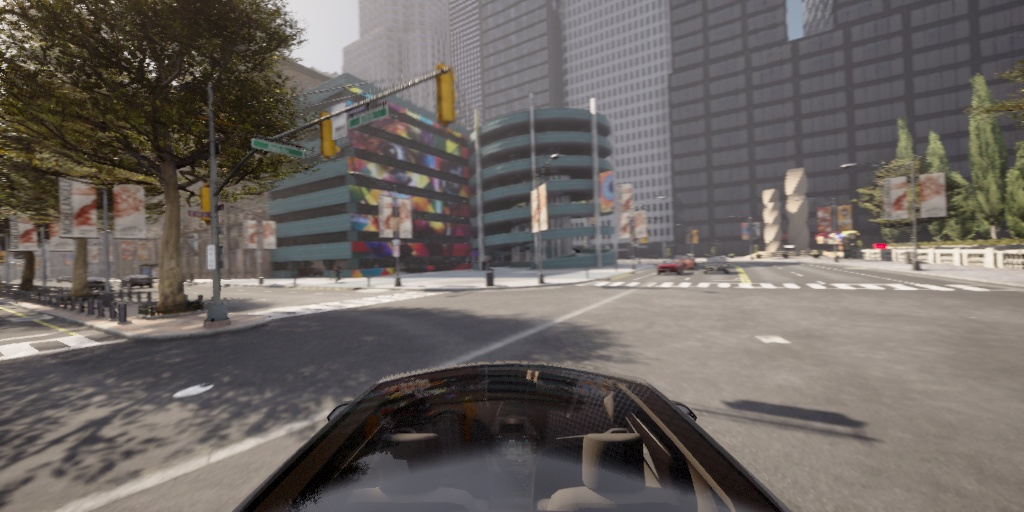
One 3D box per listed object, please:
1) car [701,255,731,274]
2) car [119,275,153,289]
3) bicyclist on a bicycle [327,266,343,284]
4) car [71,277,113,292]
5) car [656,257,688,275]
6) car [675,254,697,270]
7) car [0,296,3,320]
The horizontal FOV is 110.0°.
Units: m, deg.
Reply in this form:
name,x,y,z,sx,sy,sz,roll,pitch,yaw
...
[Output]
name,x,y,z,sx,sy,sz,roll,pitch,yaw
car,17.942,0.775,31.535,1.837,1.490,4.892,-2,0,31
car,-41.482,2.840,39.570,4.892,1.490,1.837,-3,-1,31
bicyclist on a bicycle,-16.588,1.761,33.658,0.582,1.620,1.656,-2,0,31
car,-40.766,2.801,34.959,4.892,1.490,1.837,-1,0,31
car,14.269,0.999,32.213,1.895,1.301,4.718,-2,0,31
car,18.817,0.629,39.737,2.097,1.767,4.553,-2,0,31
car,-22.380,2.064,14.413,4.902,1.511,2.128,-2,0,31
